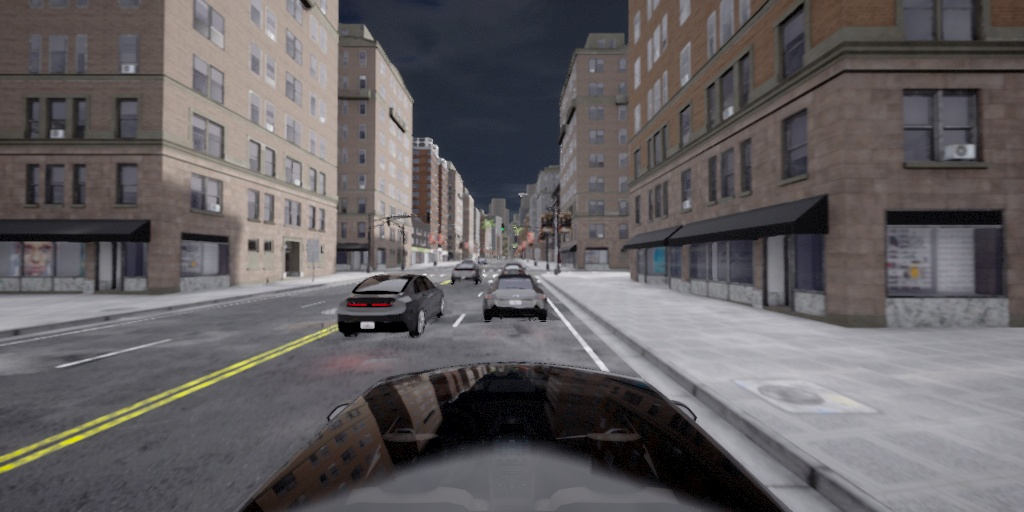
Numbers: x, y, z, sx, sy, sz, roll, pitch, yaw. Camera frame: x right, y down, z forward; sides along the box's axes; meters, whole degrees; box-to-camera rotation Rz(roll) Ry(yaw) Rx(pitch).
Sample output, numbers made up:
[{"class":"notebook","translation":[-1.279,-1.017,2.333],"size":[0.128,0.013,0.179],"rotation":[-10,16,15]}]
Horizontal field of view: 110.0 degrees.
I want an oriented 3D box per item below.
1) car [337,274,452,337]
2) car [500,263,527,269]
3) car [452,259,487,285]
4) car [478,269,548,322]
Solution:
[{"class":"car","translation":[-3.148,1.244,10.238],"size":[1.837,1.490,4.892],"rotation":[0,0,0]},{"class":"car","translation":[0.106,1.239,26.386],"size":[1.812,1.442,4.674],"rotation":[0,0,0]},{"class":"car","translation":[-3.145,1.206,25.609],"size":[2.128,1.511,4.902],"rotation":[0,0,0]},{"class":"car","translation":[0.102,1.299,12.258],"size":[1.994,1.385,4.181],"rotation":[0,0,0]}]
